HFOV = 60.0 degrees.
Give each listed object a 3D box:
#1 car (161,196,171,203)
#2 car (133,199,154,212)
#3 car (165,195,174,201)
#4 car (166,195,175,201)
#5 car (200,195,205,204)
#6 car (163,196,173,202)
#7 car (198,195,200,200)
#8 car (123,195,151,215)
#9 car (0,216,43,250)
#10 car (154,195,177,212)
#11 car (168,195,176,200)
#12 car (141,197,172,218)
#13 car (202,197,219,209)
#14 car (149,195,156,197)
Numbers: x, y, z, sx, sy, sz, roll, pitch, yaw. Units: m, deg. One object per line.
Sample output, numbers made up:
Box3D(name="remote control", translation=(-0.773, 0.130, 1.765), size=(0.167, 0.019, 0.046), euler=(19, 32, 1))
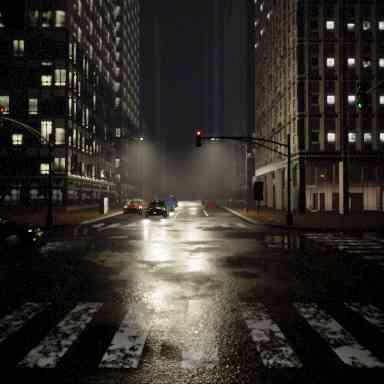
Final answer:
Box3D(name="car", translation=(-5.707, 1.573, 72.763), size=(1.887, 1.381, 4.507), euler=(1, 0, 0))
Box3D(name="car", translation=(-5.694, 1.597, 39.312), size=(1.802, 1.307, 4.206), euler=(1, 0, 0))
Box3D(name="car", translation=(-5.712, 1.578, 83.913), size=(1.887, 1.381, 4.507), euler=(1, 0, 0))
Box3D(name="car", translation=(-5.714, 1.587, 89.489), size=(2.008, 1.369, 4.403), euler=(1, 0, 0))
Box3D(name="car", translation=(2.681, 1.547, 56.279), size=(1.752, 1.417, 4.829), euler=(1, 0, 0))
Box3D(name="car", translation=(-5.709, 1.582, 78.338), size=(2.008, 1.369, 4.403), euler=(1, 0, 0))
Box3D(name="car", translation=(2.677, 1.590, 61.686), size=(1.947, 1.339, 4.313), euler=(1, 0, 0))
Box3D(name="car", translation=(-5.688, 1.453, 33.737), size=(1.967, 1.590, 4.097), euler=(1, 0, 0))
Box3D(name="car", translation=(-8.346, 1.559, 13.471), size=(4.181, 1.385, 1.994), euler=(1, 0, -13))
Box3D(name="car", translation=(-3.114, 1.493, 39.825), size=(1.882, 1.535, 5.008), euler=(0, 0, 0))
Box3D(name="car", translation=(-5.717, 1.605, 95.064), size=(1.947, 1.339, 4.313), euler=(1, 0, 0))
Box3D(name="car", translation=(-3.112, 1.516, 30.320), size=(1.837, 1.490, 4.892), euler=(0, 0, 0))
Box3D(name="car", translation=(2.684, 1.599, 44.953), size=(1.802, 1.307, 4.206), euler=(1, 0, 0))
Box3D(name="car", translation=(-5.691, 1.332, 44.888), size=(2.192, 1.841, 5.009), euler=(1, 0, 0))
